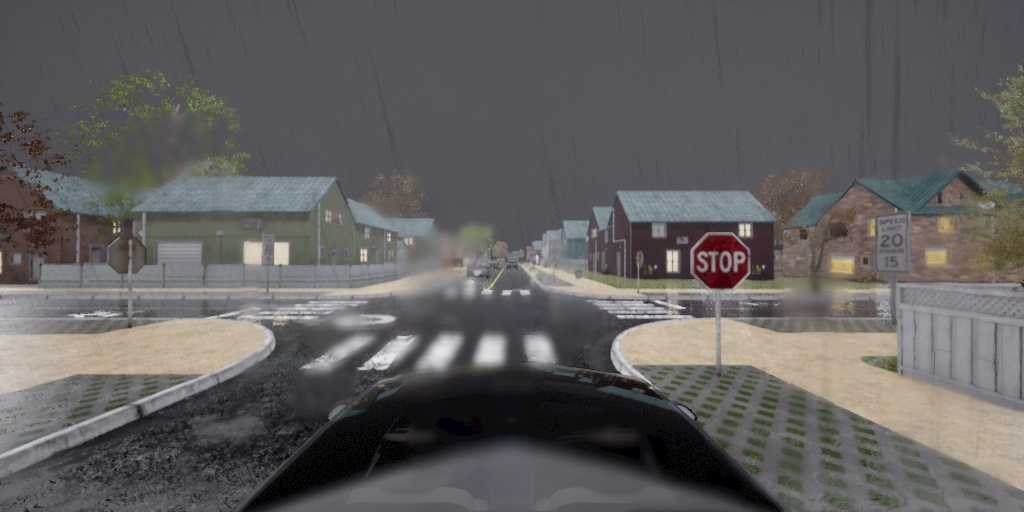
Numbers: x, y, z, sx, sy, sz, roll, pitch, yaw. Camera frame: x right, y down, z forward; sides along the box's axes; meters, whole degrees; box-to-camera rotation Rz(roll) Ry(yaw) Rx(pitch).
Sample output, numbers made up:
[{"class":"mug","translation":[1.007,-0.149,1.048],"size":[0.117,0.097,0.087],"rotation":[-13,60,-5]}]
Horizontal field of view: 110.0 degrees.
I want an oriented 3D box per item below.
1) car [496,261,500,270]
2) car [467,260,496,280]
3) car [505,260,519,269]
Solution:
[{"class":"car","translation":[-2.774,1.378,54.040],"size":[2.033,1.411,5.357],"rotation":[0,0,1]},{"class":"car","translation":[-2.827,1.254,31.902],"size":[2.128,1.511,4.902],"rotation":[0,0,0]},{"class":"car","translation":[0.029,1.349,56.762],"size":[1.837,1.490,4.892],"rotation":[0,0,0]}]
